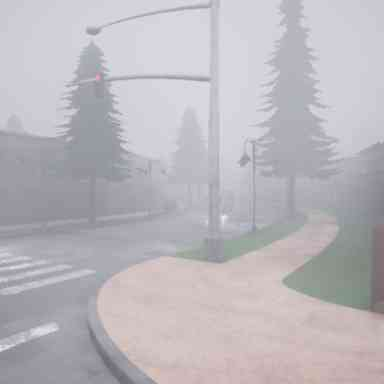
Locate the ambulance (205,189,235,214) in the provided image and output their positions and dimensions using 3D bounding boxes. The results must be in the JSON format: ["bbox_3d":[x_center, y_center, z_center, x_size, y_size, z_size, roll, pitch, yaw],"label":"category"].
[{"bbox_3d":[3.120,0.938,35.854,2.351,2.431,6.366,1,0,15],"label":"ambulance"}]
